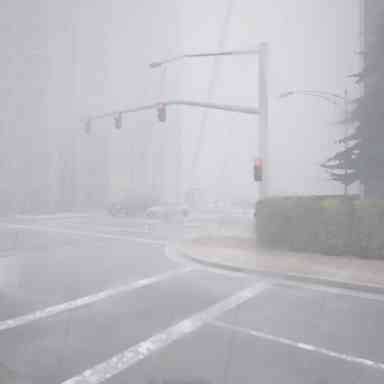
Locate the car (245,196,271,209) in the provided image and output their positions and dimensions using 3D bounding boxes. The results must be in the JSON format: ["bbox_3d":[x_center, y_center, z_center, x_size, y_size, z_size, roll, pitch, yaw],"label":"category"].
[{"bbox_3d":[9.562,1.355,45.171,2.097,1.767,4.553,0,0,36],"label":"car"}]

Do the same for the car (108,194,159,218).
[{"bbox_3d":[-5.177,1.227,30.989,2.150,2.045,5.566,0,0,36],"label":"car"}]

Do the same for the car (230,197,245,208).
[{"bbox_3d":[7.312,1.514,48.014,1.837,1.490,4.892,0,0,36],"label":"car"}]

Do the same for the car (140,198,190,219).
[{"bbox_3d":[-2.033,1.531,29.329,1.812,1.442,4.674,0,0,36],"label":"car"}]
